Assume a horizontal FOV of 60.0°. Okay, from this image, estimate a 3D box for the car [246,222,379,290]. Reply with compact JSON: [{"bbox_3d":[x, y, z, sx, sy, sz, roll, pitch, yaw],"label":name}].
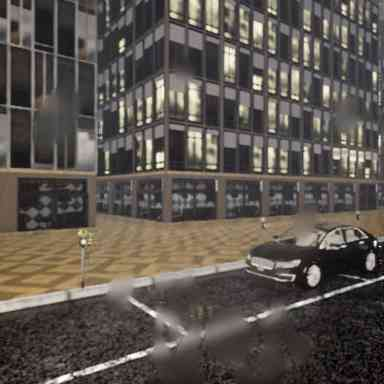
[{"bbox_3d":[3.375,1.531,8.967,4.403,1.369,2.008,0,0,-36],"label":"car"}]
